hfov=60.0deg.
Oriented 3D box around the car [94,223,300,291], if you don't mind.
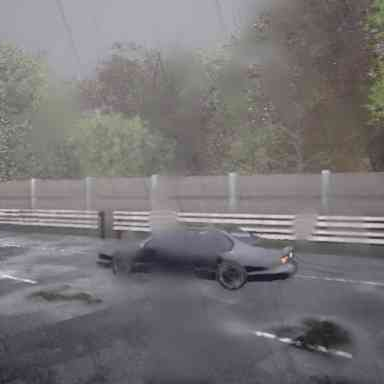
[{"bbox_3d":[0.022,1.562,8.875,5.357,1.411,2.033,-1,0,24],"label":"car"}]
